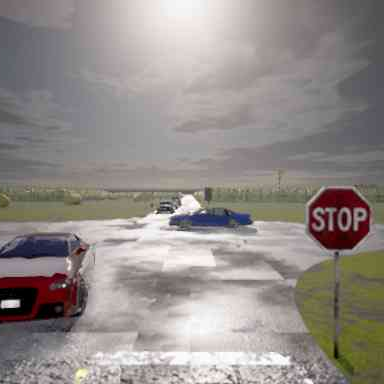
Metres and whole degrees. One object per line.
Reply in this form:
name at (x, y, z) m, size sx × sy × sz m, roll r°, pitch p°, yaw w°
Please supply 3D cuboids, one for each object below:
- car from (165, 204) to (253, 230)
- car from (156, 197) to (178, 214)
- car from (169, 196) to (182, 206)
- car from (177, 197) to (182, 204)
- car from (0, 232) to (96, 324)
car at (1.196, 1.665, 21.458) m, size 5.357 × 1.411 × 2.033 m, roll 0°, pitch 0°, yaw 0°
car at (-2.959, 1.716, 38.495) m, size 1.837 × 1.490 × 4.892 m, roll 0°, pitch 0°, yaw 1°
car at (-2.992, 1.700, 61.129) m, size 2.097 × 1.767 × 4.553 m, roll 0°, pitch -1°, yaw 0°
car at (-2.979, 1.820, 49.124) m, size 2.033 × 1.411 × 5.357 m, roll 0°, pitch 0°, yaw -1°
car at (-3.242, 1.601, 7.242) m, size 1.994 × 1.385 × 4.181 m, roll 0°, pitch 0°, yaw -11°
